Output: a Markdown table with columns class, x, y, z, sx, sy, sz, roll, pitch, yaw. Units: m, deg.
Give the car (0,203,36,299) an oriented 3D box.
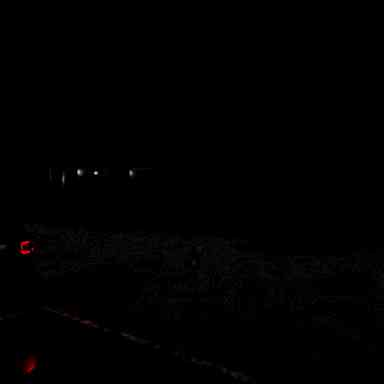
| class | x | y | z | sx | sy | sz | roll | pitch | yaw |
| --- | --- | --- | --- | --- | --- | --- | --- | --- | --- |
| car | -5.673 | 1.225 | 7.212 | 5.566 | 2.045 | 2.150 | 0 | 0 | 35 |
